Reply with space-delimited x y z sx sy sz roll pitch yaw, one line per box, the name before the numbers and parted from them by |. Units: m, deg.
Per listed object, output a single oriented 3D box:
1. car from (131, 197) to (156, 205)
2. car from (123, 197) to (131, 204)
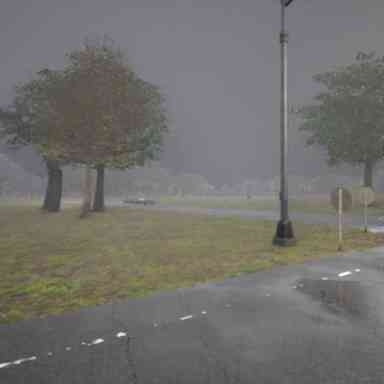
car | -8.346 1.636 59.530 2.033 1.411 5.357 1 0 -34
car | -11.800 1.648 64.665 1.994 1.385 4.181 1 0 -34
